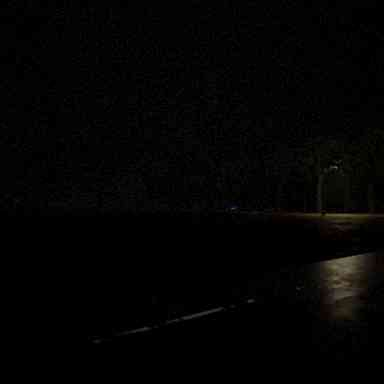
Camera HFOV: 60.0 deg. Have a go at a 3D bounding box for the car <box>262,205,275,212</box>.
[{"bbox_3d":[15.975,3.636,73.431,2.128,1.511,4.902,1,-2,-33],"label":"car"}]

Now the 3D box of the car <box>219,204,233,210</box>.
[{"bbox_3d":[8.899,3.889,84.242,1.882,1.535,5.008,1,-2,-33],"label":"car"}]

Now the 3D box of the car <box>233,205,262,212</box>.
[{"bbox_3d":[12.125,3.713,72.920,2.033,1.411,5.357,1,-2,-33],"label":"car"}]
